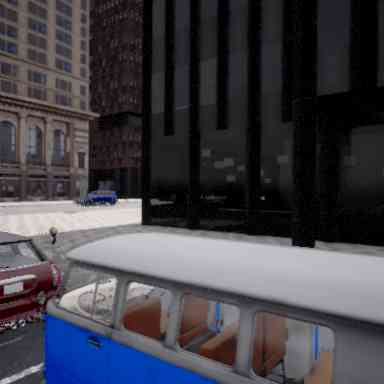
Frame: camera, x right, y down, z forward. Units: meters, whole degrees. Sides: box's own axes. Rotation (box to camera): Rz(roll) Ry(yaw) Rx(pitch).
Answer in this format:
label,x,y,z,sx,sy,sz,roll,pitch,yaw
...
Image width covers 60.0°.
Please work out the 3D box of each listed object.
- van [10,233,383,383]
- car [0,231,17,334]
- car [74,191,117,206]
label,x,y,z,sx,sy,sz,roll,pitch,yaw
van,0.431,1.333,2.650,3.998,1.788,1.690,1,1,35
car,-4.130,1.390,5.902,4.097,1.590,1.967,1,1,35
car,-12.770,0.856,45.494,2.150,2.045,5.566,1,1,36
